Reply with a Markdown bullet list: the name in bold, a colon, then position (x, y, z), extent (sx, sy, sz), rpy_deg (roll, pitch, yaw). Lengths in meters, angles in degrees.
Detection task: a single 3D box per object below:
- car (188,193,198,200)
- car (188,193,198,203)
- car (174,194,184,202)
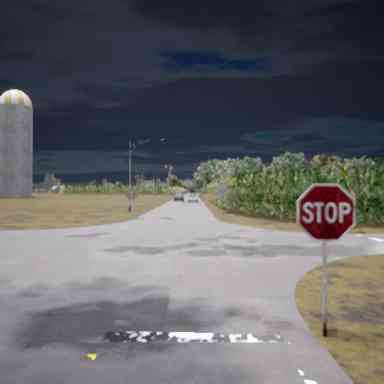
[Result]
- **car**: position (0.202, 0.976, 71.665), extent (2.033, 1.411, 5.357), rpy_deg (0, 0, 0)
- **car**: position (0.173, 1.265, 61.689), extent (1.895, 1.301, 4.718), rpy_deg (0, 0, 0)
- **car**: position (-2.565, 1.117, 65.837), extent (1.882, 1.535, 5.008), rpy_deg (0, 0, 0)
